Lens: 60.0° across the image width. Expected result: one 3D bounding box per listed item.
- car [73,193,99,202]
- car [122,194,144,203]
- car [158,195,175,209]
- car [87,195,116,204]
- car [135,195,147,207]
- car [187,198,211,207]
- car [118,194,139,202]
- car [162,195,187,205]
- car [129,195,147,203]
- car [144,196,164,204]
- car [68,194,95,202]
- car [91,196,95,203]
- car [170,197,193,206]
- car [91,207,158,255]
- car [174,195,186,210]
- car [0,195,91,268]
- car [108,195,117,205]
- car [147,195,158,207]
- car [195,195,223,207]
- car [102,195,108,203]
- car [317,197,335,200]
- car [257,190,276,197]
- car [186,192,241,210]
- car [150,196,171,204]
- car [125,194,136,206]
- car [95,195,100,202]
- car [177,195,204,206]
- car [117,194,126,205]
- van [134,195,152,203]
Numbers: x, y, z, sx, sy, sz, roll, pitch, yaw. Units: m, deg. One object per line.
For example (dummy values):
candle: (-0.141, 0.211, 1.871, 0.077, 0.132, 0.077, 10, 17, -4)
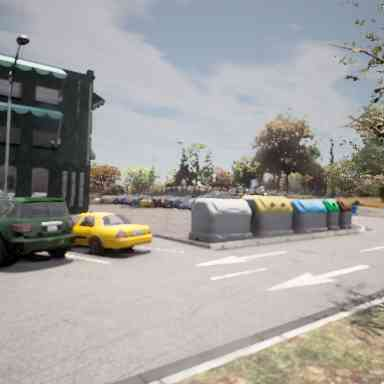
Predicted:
car: (-21.374, 1.196, 67.148, 2.185, 1.767, 4.553, 0, -1, 35)
car: (-15.738, 1.727, 88.762, 2.435, 2.045, 5.566, 2, -2, 35)
car: (-1.123, 1.313, 37.993, 2.231, 1.521, 4.892, 0, -1, 35)
car: (-16.288, 1.350, 59.903, 2.163, 1.488, 4.792, 0, -1, 35)
car: (-4.392, 1.315, 43.014, 1.946, 1.575, 5.366, 0, -1, 35)
car: (1.469, 1.974, 63.951, 2.231, 1.521, 4.892, 1, -2, 35)
car: (-17.449, 1.729, 91.300, 2.435, 2.045, 5.566, 1, -2, 35)
car: (-3.658, 1.726, 71.433, 2.435, 2.045, 5.566, 1, -2, 35)
car: (-13.990, 1.855, 86.326, 2.185, 1.767, 4.553, 2, -2, 35)
car: (-8.878, 1.851, 78.832, 2.185, 1.767, 4.553, 1, -2, 35)
car: (-23.048, 1.324, 69.607, 2.231, 1.521, 4.892, 1, -1, 35)
car: (-14.710, 1.312, 57.291, 1.946, 1.575, 5.366, 1, -1, 35)
car: (-2.066, 1.963, 68.765, 1.946, 1.575, 5.366, 2, -2, 35)
car: (-4.013, 1.478, 13.255, 5.366, 1.575, 1.946, -1, -1, 35)
car: (0.566, 1.351, 35.566, 2.002, 1.452, 4.674, 1, -1, 35)
car: (-6.354, 1.217, 11.416, 5.566, 2.045, 2.435, -1, -1, 35)
car: (-9.544, 1.317, 50.148, 2.097, 1.535, 5.008, 0, -1, 36)
car: (-2.823, 1.187, 40.406, 2.185, 1.767, 4.553, 0, -1, 35)
car: (3.237, 1.723, 61.501, 2.435, 2.045, 5.566, 1, -2, 35)
car: (-11.337, 1.310, 52.428, 1.946, 1.575, 5.366, 1, -1, 35)
car: (17.009, 1.715, 41.638, 2.435, 2.045, 5.566, 1, -2, 35)
car: (13.144, 0.251, 59.389, 1.994, 1.385, 4.181, 3, 2, -34)
car: (2.250, 1.059, 33.112, 2.435, 2.045, 5.566, 1, -1, 35)
car: (-7.144, 1.851, 76.348, 2.185, 1.767, 4.553, 1, -2, 35)
car: (-6.176, 1.316, 45.284, 2.231, 1.521, 4.892, 0, -1, 35)
car: (-12.926, 1.318, 55.018, 2.097, 1.535, 5.008, 1, -1, 35)
car: (-0.250, 1.722, 66.418, 2.435, 2.045, 5.566, 2, -2, 35)
car: (-7.877, 1.345, 47.695, 2.163, 1.488, 4.792, 1, -1, 35)
van: (-12.224, 1.759, 83.921, 1.878, 1.987, 4.442, 1, -2, 35)
